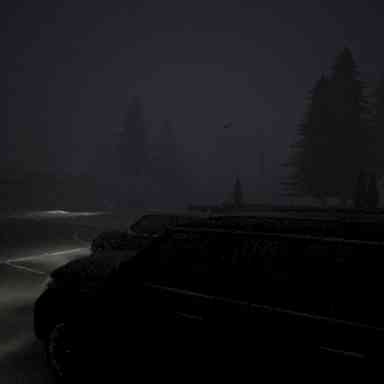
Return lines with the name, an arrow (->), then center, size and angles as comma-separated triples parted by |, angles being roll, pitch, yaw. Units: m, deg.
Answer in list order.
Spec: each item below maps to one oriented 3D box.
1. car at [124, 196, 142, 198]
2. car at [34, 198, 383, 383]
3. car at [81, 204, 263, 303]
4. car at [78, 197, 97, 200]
car -> -6.430, 1.220, 34.799 | 2.128, 1.511, 4.902 | 1, 0, 38
car -> 0.657, 1.204, 3.473 | 5.566, 2.045, 2.150 | 1, 0, 36
car -> -0.681, 1.297, 8.829 | 4.553, 1.767, 2.097 | 1, 0, 37
car -> -10.984, 1.253, 34.618 | 1.994, 1.385, 4.181 | 1, 0, 38
